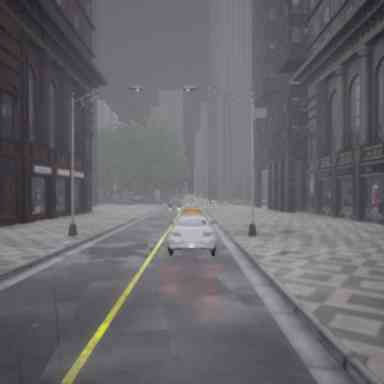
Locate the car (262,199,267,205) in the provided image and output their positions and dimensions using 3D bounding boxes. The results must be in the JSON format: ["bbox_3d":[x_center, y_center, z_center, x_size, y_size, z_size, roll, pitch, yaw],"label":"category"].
[{"bbox_3d":[17.059,2.477,77.276,4.403,1.369,2.008,0,0,0],"label":"car"}]

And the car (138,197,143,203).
[{"bbox_3d":[-15.086,2.158,85.955,5.009,1.841,2.192,0,0,0],"label":"car"}]

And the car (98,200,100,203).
[{"bbox_3d":[-25.998,2.407,86.010,4.313,1.339,1.947,0,0,0],"label":"car"}]

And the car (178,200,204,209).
[{"bbox_3d":[0.004,1.753,29.255,1.882,1.535,5.008,0,0,0],"label":"car"}]

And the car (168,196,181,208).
[{"bbox_3d":[-3.090,1.834,60.336,2.150,2.045,5.566,0,0,1],"label":"car"}]

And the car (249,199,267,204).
[{"bbox_3d":[17.092,2.437,85.801,4.313,1.339,1.947,0,0,0],"label":"car"}]

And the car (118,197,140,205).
[{"bbox_3d":[-15.118,2.464,77.432,4.313,1.339,1.947,0,0,0],"label":"car"}]

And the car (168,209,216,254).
[{"bbox_3d":[0.011,1.653,13.900,1.812,1.442,4.674,0,0,0],"label":"car"}]

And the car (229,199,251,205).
[{"bbox_3d":[11.717,2.445,77.302,4.829,1.417,1.752,0,0,0],"label":"car"}]
